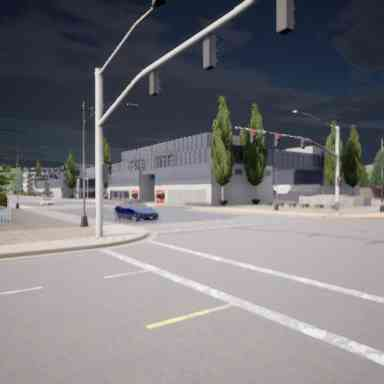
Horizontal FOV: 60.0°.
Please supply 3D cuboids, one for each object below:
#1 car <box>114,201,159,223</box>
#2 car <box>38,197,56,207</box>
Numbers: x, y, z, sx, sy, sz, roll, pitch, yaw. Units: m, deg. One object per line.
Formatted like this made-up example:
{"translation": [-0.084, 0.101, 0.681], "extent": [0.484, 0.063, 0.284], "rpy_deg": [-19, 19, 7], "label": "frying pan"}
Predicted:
{"translation": [-4.353, 1.503, 25.748], "extent": [1.882, 1.535, 5.008], "rpy_deg": [0, 1, -36], "label": "car"}
{"translation": [-21.973, 1.556, 50.321], "extent": [1.812, 1.442, 4.674], "rpy_deg": [0, 1, -36], "label": "car"}
